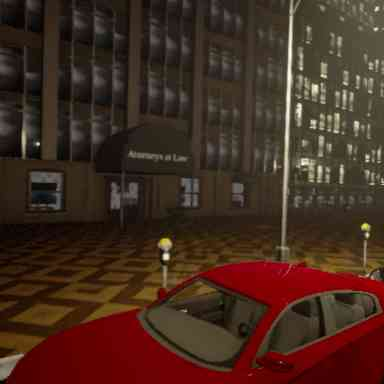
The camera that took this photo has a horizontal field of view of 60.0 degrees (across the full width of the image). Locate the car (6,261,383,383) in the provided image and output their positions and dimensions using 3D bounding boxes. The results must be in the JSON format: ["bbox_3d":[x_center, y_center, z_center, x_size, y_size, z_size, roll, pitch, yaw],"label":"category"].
[{"bbox_3d":[0.628,1.480,3.396,4.507,1.381,1.887,1,1,-34],"label":"car"}]
